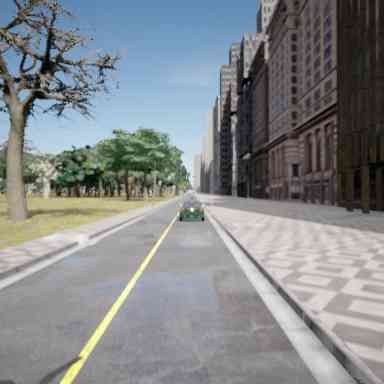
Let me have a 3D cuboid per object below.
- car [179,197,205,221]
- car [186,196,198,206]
[{"bbox_3d":[0.014,1.469,28.843,2.097,1.767,4.553,0,0,0],"label":"car"},{"bbox_3d":[0.000,1.641,60.579,2.033,1.649,4.856,0,0,0],"label":"car"}]
